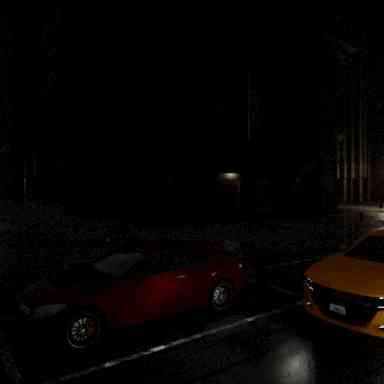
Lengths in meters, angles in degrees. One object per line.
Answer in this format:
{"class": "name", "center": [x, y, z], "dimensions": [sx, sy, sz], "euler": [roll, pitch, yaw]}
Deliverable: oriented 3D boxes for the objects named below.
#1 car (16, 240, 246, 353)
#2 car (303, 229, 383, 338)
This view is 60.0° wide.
{"class": "car", "center": [-0.844, 1.582, 6.075], "dimensions": [4.206, 1.307, 1.802], "euler": [0, 0, -36]}
{"class": "car", "center": [4.201, 1.477, 6.447], "dimensions": [5.008, 1.535, 1.882], "euler": [0, 0, -36]}
